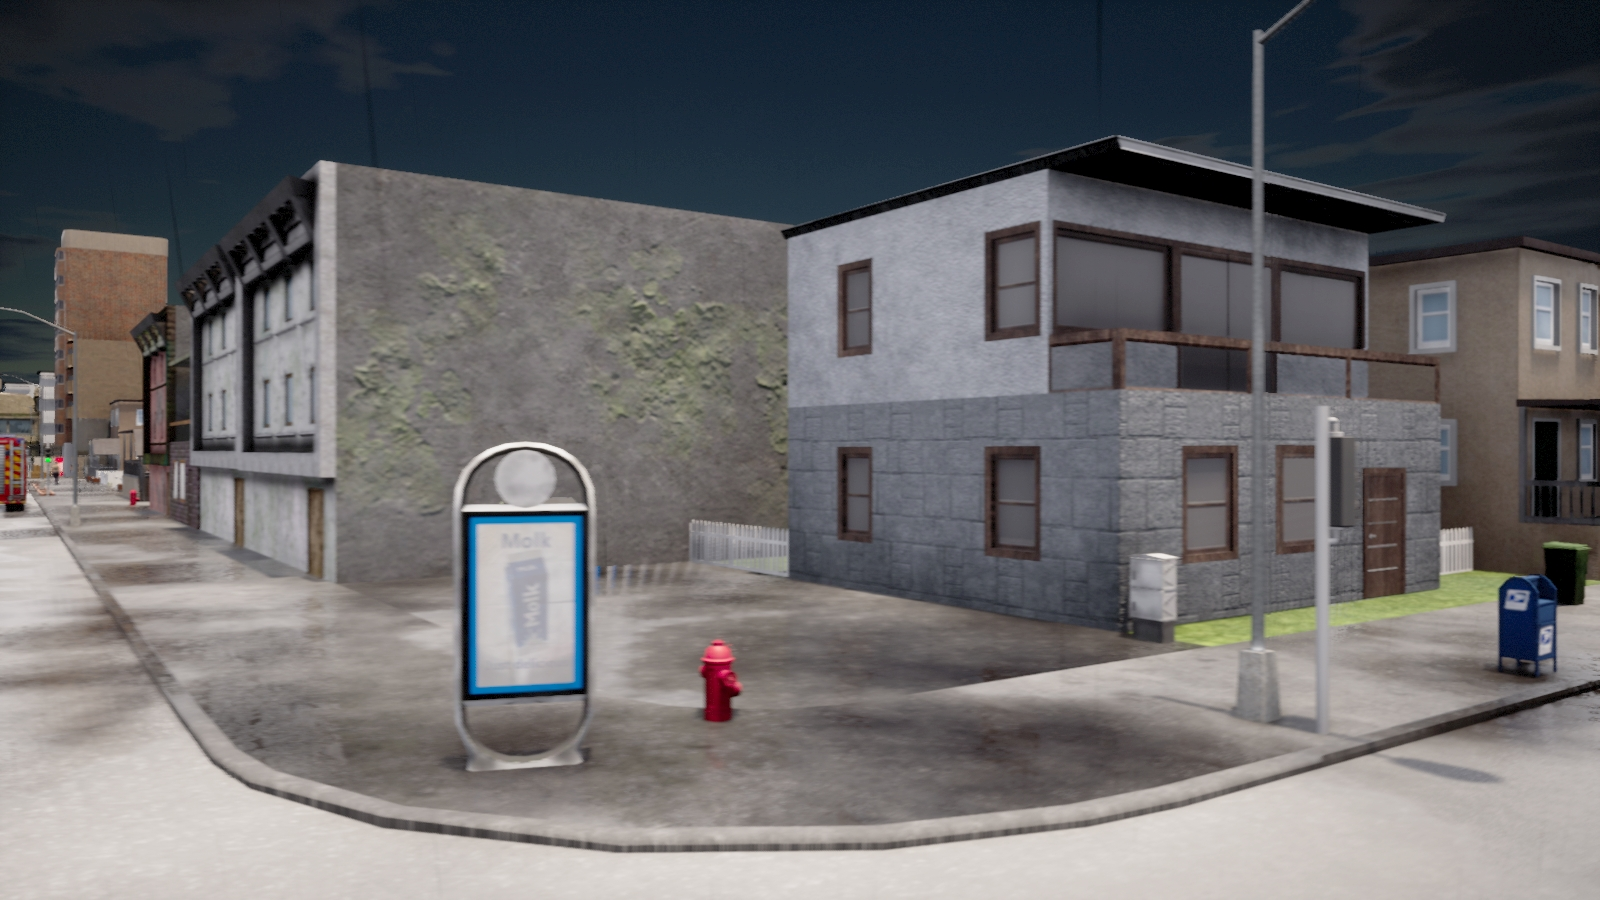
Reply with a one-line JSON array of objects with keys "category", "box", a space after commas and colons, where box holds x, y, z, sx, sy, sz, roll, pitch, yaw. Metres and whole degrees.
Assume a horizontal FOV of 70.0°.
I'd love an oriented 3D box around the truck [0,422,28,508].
[{"category": "truck", "box": [-38.399, 0.671, 54.111, 2.891, 3.827, 8.468, 0, 0, -35]}]
